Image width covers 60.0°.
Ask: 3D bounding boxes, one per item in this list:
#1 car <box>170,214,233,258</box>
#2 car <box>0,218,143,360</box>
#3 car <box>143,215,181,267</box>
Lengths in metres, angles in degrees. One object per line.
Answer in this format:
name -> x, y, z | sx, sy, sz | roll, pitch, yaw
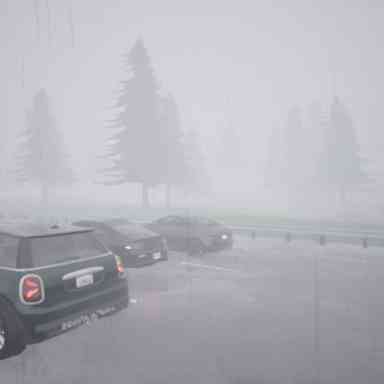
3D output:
car -> -0.550, 1.530, 12.656 | 4.181, 1.385, 1.994 | 0, 0, 33
car -> -3.366, 1.334, 6.140 | 4.553, 1.767, 2.097 | 0, 0, 34
car -> -2.846, 1.497, 9.988 | 4.674, 1.442, 1.812 | 0, 0, 33
